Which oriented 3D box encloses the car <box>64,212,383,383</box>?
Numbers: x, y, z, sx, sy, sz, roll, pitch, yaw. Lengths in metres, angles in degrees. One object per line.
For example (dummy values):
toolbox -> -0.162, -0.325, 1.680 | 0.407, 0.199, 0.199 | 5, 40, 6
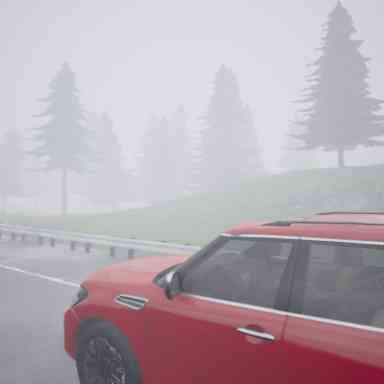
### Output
car -> 1.145, 1.222, 3.175 | 5.566, 2.045, 2.150 | 0, 0, 36
